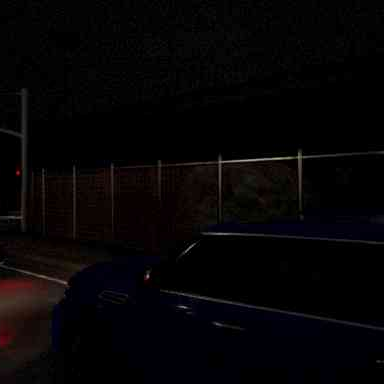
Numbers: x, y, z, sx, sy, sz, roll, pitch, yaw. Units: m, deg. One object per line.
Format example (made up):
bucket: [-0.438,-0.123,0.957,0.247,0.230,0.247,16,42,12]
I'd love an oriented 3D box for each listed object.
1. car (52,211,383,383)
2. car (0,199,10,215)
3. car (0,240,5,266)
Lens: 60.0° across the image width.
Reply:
car: [0.953,1.221,3.310,5.566,2.045,2.150,0,0,35]
car: [-20.160,1.407,31.891,2.097,1.767,4.553,0,0,37]
car: [-7.061,1.492,9.027,4.902,1.511,2.128,0,0,33]
